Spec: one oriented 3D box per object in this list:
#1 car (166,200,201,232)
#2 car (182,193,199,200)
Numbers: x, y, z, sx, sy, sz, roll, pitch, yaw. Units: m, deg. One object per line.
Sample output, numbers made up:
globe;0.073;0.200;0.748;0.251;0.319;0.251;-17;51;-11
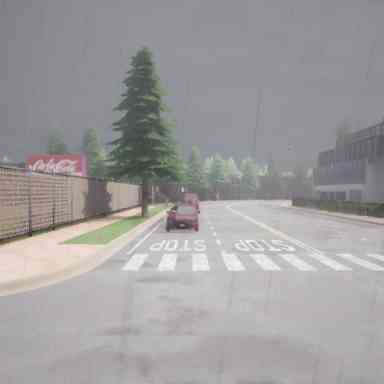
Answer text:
car;-0.503;1.498;20.289;1.882;1.535;5.008;0;0;1
car;-0.178;1.221;45.724;2.150;2.045;5.566;0;0;1
